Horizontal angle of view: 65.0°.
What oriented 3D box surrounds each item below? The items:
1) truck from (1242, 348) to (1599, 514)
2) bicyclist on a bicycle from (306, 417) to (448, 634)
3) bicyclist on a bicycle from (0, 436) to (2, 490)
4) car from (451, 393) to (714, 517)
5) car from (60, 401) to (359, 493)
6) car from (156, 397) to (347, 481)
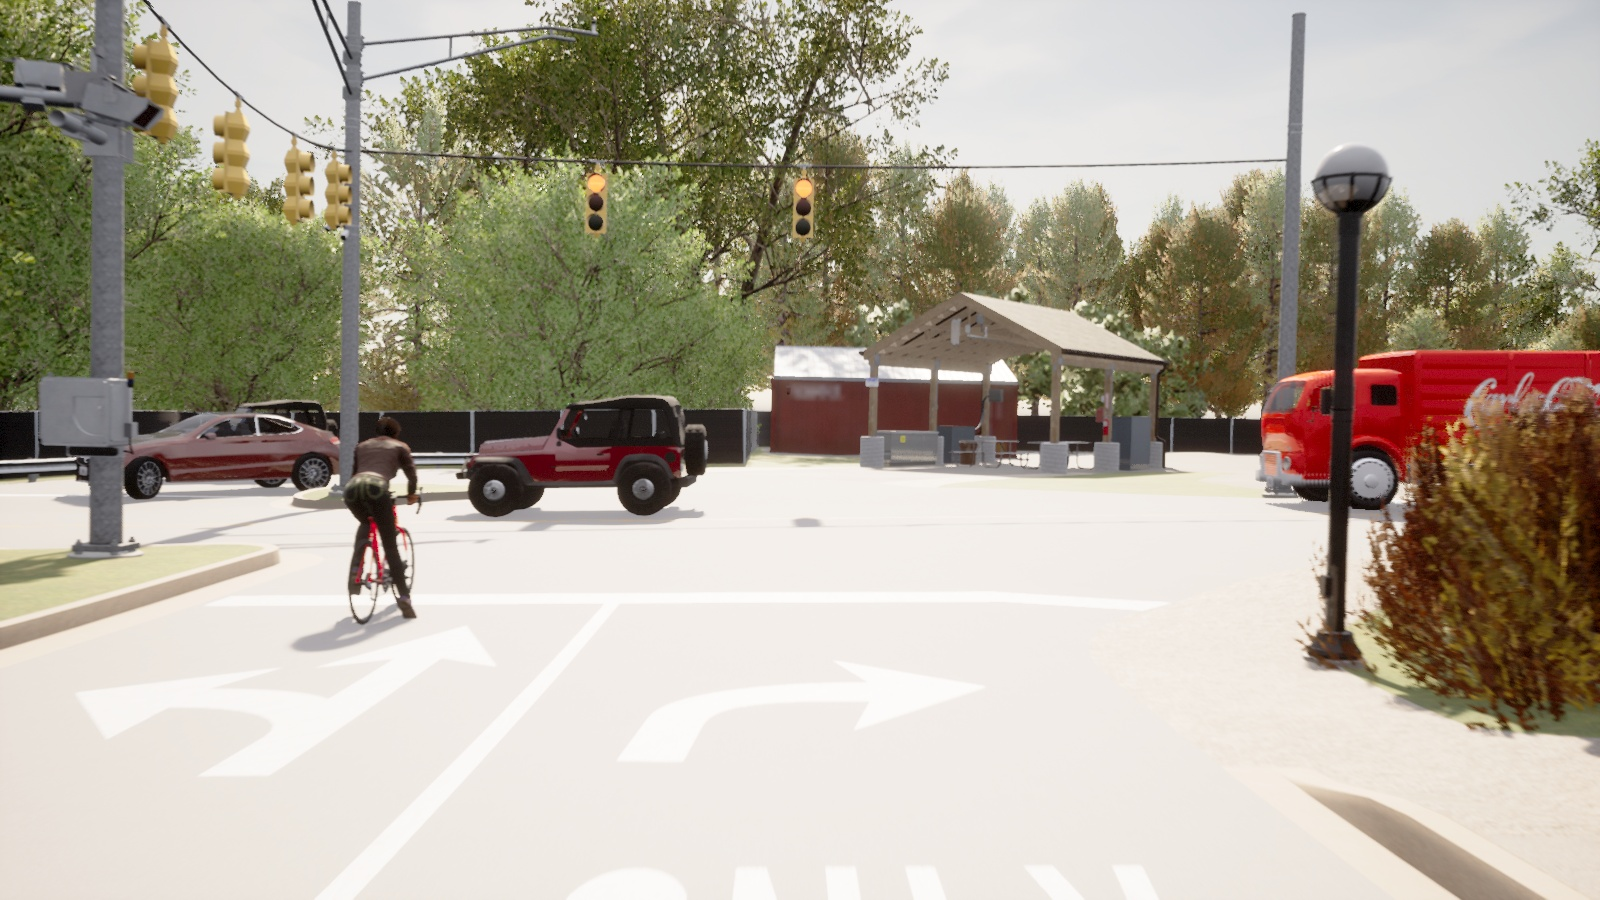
[{"bbox_3d":[10.115,-0.319,20.048,5.204,2.467,2.627,0,2,1],"label":"truck"},{"bbox_3d":[-3.408,0.551,10.256,0.582,1.620,1.656,0,2,0],"label":"bicyclist on a bicycle"},{"bbox_3d":[-16.731,0.033,24.657,0.582,1.620,1.656,2,4,32],"label":"bicyclist on a bicycle"},{"bbox_3d":[-3.407,0.054,20.231,3.866,1.878,1.905,-1,1,1],"label":"car"},{"bbox_3d":[-11.802,-0.122,25.398,2.152,1.651,5.027,3,3,42],"label":"car"},{"bbox_3d":[-13.018,-0.300,29.868,3.866,1.878,1.905,-1,3,-35],"label":"car"}]
